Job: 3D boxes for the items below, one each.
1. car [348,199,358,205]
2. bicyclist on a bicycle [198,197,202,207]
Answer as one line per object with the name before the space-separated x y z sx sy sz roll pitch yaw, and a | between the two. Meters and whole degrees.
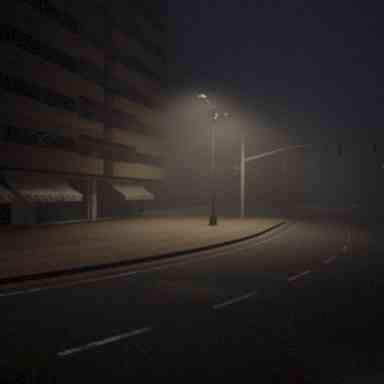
car | 37.067 2.298 76.551 1.994 1.385 4.181 0 0 24
bicyclist on a bicycle | 1.274 1.683 55.245 0.582 1.620 1.656 0 0 24
